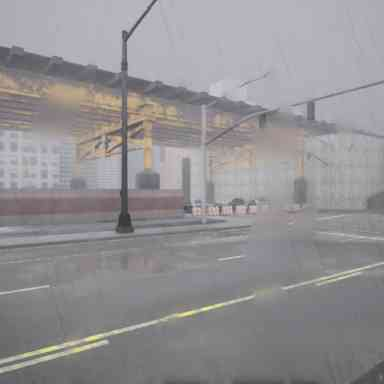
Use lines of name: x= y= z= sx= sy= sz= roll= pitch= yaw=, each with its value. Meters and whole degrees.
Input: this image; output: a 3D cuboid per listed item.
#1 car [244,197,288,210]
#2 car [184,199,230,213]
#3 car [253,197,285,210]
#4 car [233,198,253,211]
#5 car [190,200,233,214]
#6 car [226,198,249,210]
car: x=9.179 y=1.451 z=41.700 sx=4.974 sy=1.542 sz=2.038 roll=0 pitch=0 yaw=-7
car: x=1.472 y=1.294 z=35.263 sx=4.536 sy=1.218 sz=1.853 roll=0 pitch=0 yaw=8
car: x=9.128 y=1.293 z=41.693 sx=4.536 sy=1.218 sz=1.853 roll=0 pitch=0 yaw=-7
car: x=5.268 y=1.451 z=37.940 sx=2.038 sy=1.542 sz=4.974 roll=0 pitch=0 yaw=18
car: x=1.523 y=1.452 z=35.256 sx=4.974 sy=1.542 sz=2.038 roll=0 pitch=0 yaw=8
car: x=5.284 y=1.294 z=37.990 sx=1.853 sy=1.218 sz=4.536 roll=0 pitch=0 yaw=18
